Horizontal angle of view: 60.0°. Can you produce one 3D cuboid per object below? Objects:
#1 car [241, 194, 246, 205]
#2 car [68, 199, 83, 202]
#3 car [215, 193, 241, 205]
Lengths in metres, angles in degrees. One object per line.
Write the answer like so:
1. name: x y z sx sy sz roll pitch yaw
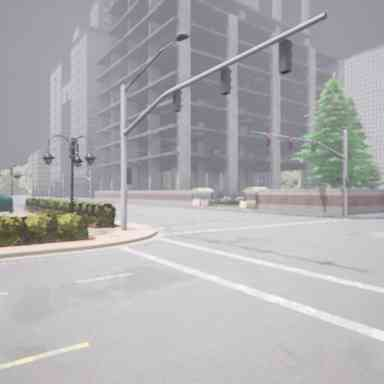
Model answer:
1. car: 7.825 1.133 55.371 1.905 1.878 3.866 0 0 -36
2. car: -14.584 1.513 41.097 1.994 1.385 4.181 0 0 -36
3. car: 5.431 1.131 53.662 1.905 1.878 3.866 0 0 -36
